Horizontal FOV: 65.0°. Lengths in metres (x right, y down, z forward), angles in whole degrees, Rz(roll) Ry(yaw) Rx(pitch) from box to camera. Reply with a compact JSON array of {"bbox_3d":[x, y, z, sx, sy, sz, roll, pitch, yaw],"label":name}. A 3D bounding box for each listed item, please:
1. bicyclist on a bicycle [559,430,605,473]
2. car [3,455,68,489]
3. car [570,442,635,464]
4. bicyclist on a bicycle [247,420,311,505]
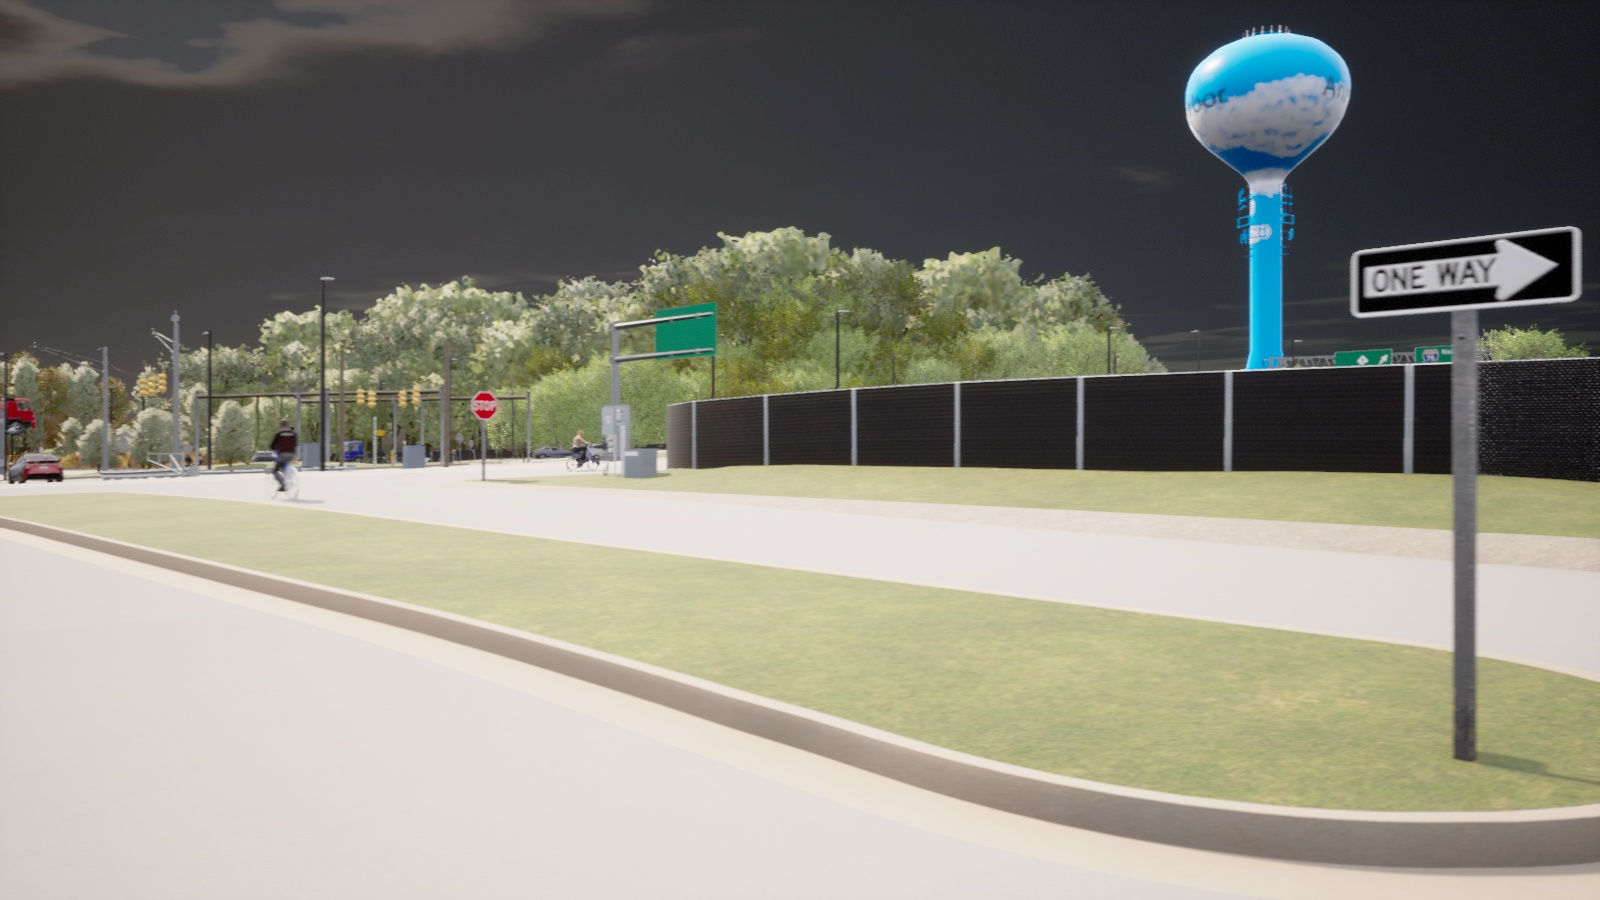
[{"bbox_3d":[-8.535,0.049,49.224,1.509,1.612,0.866,-2,1,-43],"label":"bicyclist on a bicycle"},{"bbox_3d":[-36.944,1.037,60.639,2.007,1.525,4.514,-2,1,-40],"label":"car"},{"bbox_3d":[-14.976,0.246,95.536,4.514,1.525,2.007,-3,2,-44],"label":"car"},{"bbox_3d":[-11.313,0.260,27.237,0.659,1.776,1.843,-1,1,-43],"label":"bicyclist on a bicycle"}]
